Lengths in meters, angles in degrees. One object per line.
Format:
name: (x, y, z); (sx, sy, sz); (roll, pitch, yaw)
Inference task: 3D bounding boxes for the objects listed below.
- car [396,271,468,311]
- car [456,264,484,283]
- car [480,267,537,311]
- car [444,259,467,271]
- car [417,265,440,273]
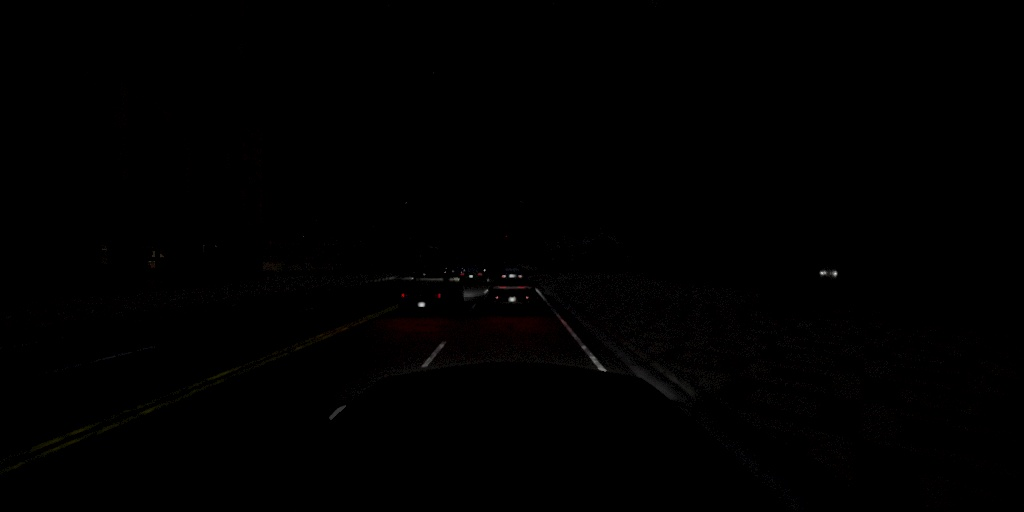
car: (-3.227, 1.484, 15.099); (1.895, 1.301, 4.718); (0, -1, 1)
car: (-3.221, 1.602, 30.297); (1.994, 1.385, 4.181); (0, -1, 0)
car: (0.025, 1.378, 15.354); (2.128, 1.511, 4.902); (0, 0, 0)
car: (-6.501, 1.388, 42.352); (2.150, 2.045, 5.566); (0, -1, 0)
car: (-9.751, 1.709, 42.383); (2.033, 1.411, 5.357); (0, -1, 0)
